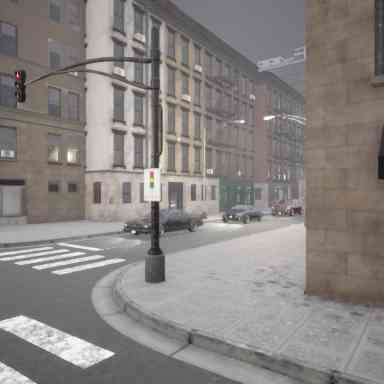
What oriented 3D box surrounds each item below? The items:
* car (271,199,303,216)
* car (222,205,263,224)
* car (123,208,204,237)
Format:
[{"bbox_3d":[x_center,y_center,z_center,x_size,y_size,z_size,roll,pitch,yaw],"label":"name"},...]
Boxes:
[{"bbox_3d":[9.985,1.539,34.792,2.097,1.767,4.553,0,0,35],"label":"car"},{"bbox_3d":[4.065,1.696,26.509,1.994,1.385,4.181,0,0,36],"label":"car"},{"bbox_3d":[-1.391,1.631,18.870,2.033,1.411,5.357,0,0,35],"label":"car"}]
